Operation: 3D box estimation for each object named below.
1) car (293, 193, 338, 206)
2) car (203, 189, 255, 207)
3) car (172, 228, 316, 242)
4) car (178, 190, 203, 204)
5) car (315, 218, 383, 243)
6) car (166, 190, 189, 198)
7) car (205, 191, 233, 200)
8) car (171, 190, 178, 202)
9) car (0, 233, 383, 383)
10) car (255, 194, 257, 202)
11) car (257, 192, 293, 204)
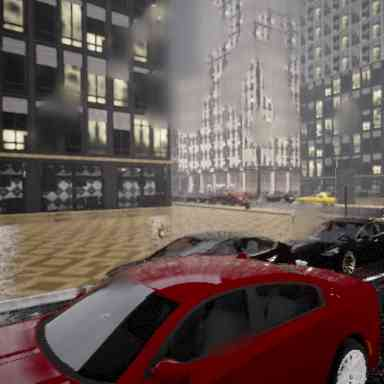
[{"bbox_3d":[13.934,0.768,36.559,1.752,1.417,4.829,0,1,-36],"label":"car"},{"bbox_3d":[3.891,0.576,35.956,2.192,1.841,5.009,0,1,-36],"label":"car"},{"bbox_3d":[0.334,1.520,6.799,4.313,1.339,1.947,-1,0,-35],"label":"car"},{"bbox_3d":[0.573,0.723,40.497,1.947,1.339,4.313,0,1,-36],"label":"car"},{"bbox_3d":[4.606,1.462,9.844,4.313,1.339,1.947,-1,0,-35],"label":"car"},{"bbox_3d":[-2.607,0.292,59.059,1.947,1.339,4.313,0,1,-36],"label":"car"},{"bbox_3d":[4.021,0.500,49.982,1.947,1.339,4.313,0,1,-36],"label":"car"},{"bbox_3d":[-2.740,0.598,45.033,1.887,1.381,4.507,0,1,-36],"label":"car"},{"bbox_3d":[-0.113,1.459,3.265,5.008,1.535,1.882,-1,0,-35],"label":"car"},{"bbox_3d":[7.336,0.620,45.444,1.802,1.307,4.206,0,1,-36],"label":"car"},{"bbox_3d":[10.650,0.708,40.906,1.947,1.339,4.313,0,1,-36],"label":"car"}]
